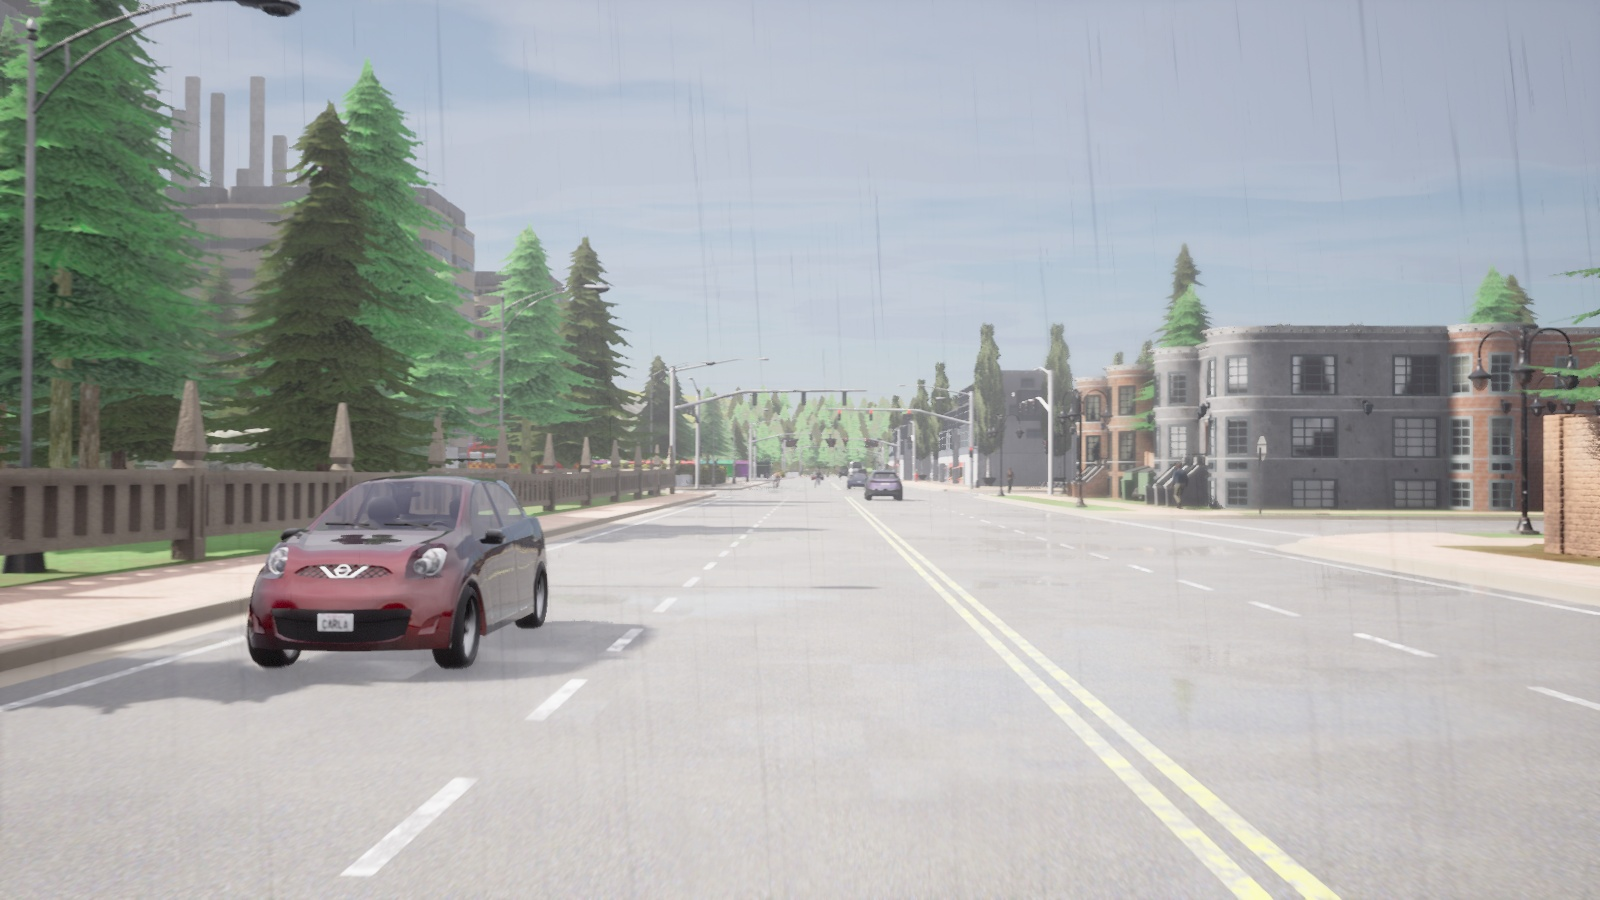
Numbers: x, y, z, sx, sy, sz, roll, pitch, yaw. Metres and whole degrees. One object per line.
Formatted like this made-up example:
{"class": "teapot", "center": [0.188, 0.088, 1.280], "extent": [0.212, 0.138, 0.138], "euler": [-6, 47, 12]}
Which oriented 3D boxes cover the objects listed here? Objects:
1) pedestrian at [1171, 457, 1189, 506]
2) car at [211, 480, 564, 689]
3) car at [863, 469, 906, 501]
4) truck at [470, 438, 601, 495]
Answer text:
{"class": "pedestrian", "center": [14.295, 1.192, 47.222], "extent": [0.370, 1.835, 0.726], "euler": [0, -1, -7]}
{"class": "car", "center": [-3.347, 1.022, 10.980], "extent": [1.845, 1.501, 3.633], "euler": [0, -1, 1]}
{"class": "car", "center": [4.520, 1.843, 67.644], "extent": [2.033, 1.649, 4.856], "euler": [0, -1, 1]}
{"class": "truck", "center": [-18.320, 1.153, 87.242], "extent": [8.468, 3.827, 2.891], "euler": [0, -1, 1]}
